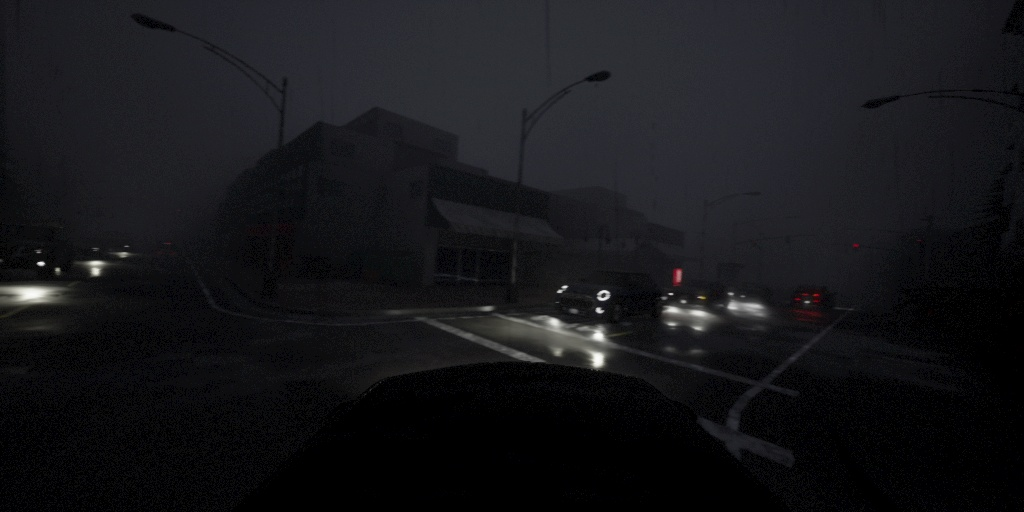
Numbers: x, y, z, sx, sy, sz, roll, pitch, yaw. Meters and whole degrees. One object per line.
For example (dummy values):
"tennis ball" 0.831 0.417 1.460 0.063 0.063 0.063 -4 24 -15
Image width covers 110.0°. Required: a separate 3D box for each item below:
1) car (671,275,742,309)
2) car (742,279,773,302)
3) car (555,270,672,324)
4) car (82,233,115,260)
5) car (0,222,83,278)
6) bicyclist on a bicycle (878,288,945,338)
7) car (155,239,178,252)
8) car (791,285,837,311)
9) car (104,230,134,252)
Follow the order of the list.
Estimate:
"car" 10.390 2.004 19.490 5.357 1.411 2.033 4 -1 -44
"car" 17.874 2.643 26.766 4.718 1.301 1.895 4 -1 -44
"car" 3.591 1.276 12.852 4.553 1.767 2.097 4 -1 -44
"car" -29.142 -0.620 24.561 1.882 1.535 5.008 4 -1 -43
"car" -19.561 -0.286 14.338 2.150 2.045 5.566 4 -1 -43
"bicyclist on a bicycle" 13.897 1.944 12.457 0.582 1.620 1.656 4 -1 -44
"car" -42.325 -1.370 44.019 2.128 1.511 4.902 4 -1 -43
"car" 19.513 2.632 23.224 4.892 1.490 1.837 5 -1 -44
"car" -40.010 -1.555 36.311 2.150 2.045 5.566 4 -1 -43
